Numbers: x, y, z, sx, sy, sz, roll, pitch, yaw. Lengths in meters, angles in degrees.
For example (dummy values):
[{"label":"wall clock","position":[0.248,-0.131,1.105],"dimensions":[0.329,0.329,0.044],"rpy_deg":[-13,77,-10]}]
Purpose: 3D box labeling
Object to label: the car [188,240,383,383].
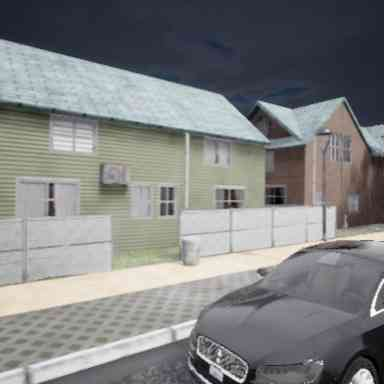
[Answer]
[{"label":"car","position":[2.217,1.507,4.626],"dimensions":[4.892,1.490,1.837],"rpy_deg":[0,0,-35]}]
